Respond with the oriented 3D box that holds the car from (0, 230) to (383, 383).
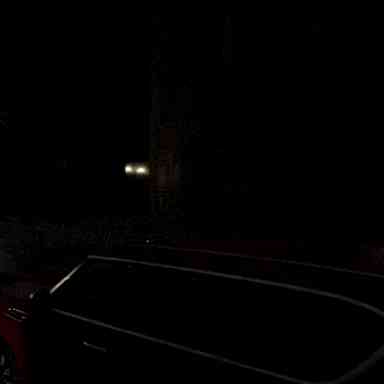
[{"bbox_3d":[-0.071,1.317,3.131,5.009,1.841,2.192,0,0,35],"label":"car"}]
